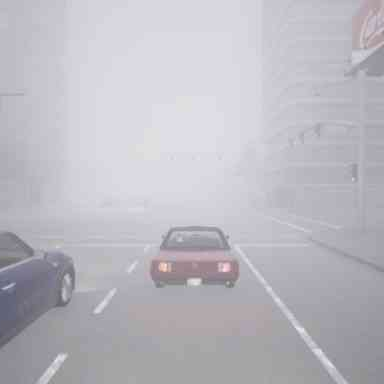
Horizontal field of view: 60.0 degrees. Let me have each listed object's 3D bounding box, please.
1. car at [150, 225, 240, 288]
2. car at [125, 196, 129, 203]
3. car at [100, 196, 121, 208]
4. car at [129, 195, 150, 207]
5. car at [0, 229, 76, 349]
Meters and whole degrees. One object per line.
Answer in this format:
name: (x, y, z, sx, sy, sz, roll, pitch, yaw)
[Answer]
car: (0.089, 1.553, 9.052, 1.895, 1.301, 4.718, 0, 0, 1)
car: (-10.505, 1.297, 58.764, 1.895, 1.301, 4.718, 0, 0, 0)
car: (-10.574, 1.279, 43.514, 1.837, 1.490, 4.892, 0, 0, 0)
car: (-7.055, 1.248, 47.135, 2.128, 1.511, 4.902, 0, 0, 0)
car: (-3.443, 1.325, 5.020, 2.097, 1.767, 4.553, 0, 0, 0)
